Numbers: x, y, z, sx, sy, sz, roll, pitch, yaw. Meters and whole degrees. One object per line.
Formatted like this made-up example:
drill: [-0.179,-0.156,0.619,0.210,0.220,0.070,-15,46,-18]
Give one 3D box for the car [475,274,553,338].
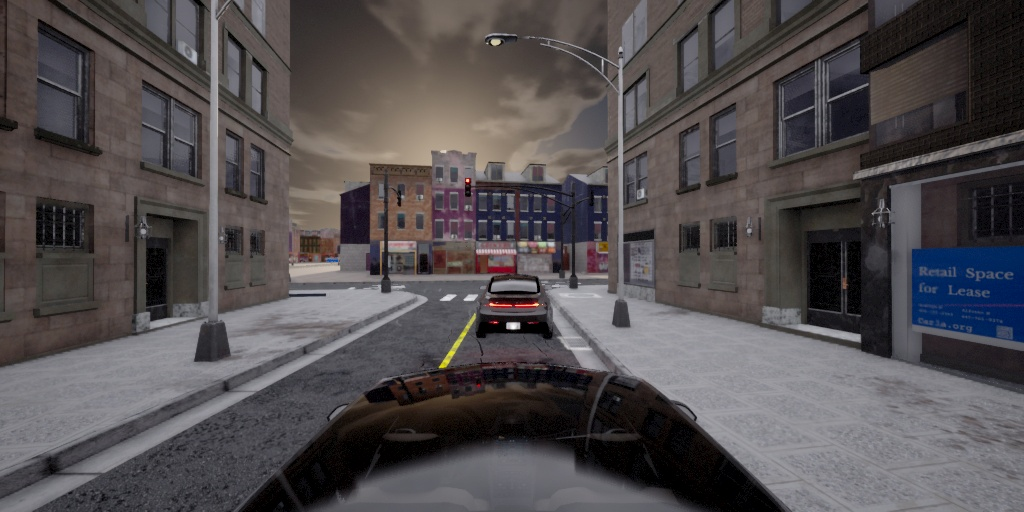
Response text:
car: [0.097,1.255,10.137,1.837,1.490,4.892,0,0,2]
